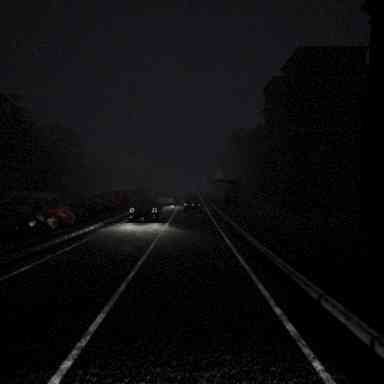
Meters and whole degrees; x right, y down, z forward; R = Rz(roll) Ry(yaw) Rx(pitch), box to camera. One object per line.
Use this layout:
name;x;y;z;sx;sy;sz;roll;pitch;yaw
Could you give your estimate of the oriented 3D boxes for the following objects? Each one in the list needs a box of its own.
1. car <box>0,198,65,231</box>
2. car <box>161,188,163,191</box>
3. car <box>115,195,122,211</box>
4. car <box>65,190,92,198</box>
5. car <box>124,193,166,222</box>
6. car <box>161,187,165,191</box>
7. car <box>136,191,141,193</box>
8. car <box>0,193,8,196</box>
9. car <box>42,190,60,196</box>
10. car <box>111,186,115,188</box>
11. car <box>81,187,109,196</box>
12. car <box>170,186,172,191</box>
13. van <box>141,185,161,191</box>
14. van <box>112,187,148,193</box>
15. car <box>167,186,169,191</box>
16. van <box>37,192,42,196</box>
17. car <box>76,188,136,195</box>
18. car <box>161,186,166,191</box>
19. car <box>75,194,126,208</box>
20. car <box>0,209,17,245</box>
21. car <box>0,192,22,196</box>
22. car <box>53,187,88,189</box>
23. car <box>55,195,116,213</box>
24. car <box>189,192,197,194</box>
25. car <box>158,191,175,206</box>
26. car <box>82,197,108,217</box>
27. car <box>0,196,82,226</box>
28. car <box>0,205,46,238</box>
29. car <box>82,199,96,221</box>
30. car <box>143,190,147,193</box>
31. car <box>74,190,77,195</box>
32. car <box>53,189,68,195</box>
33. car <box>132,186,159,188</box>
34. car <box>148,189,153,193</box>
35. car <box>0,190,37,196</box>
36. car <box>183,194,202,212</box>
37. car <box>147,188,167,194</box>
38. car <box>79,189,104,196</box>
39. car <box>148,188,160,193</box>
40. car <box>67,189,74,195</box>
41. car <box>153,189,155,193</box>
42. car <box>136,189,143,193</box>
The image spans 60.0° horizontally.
car;-9.825;1.364;18.352;4.553;1.767;2.185;0;1;0
car;-9.317;0.294;71.240;4.792;1.488;2.163;0;2;0
car;-9.647;1.306;32.285;4.792;1.488;2.163;0;1;0
car;-22.475;0.450;65.762;4.674;1.452;2.002;0;2;0
car;-3.359;1.218;24.832;2.097;1.767;4.553;0;1;0
car;-9.301;0.153;76.804;4.674;1.452;2.002;0;2;0
car;-9.767;0.992;43.417;5.366;1.575;1.946;0;1;0
car;-22.728;1.209;35.014;5.008;1.535;2.097;0;1;0
car;-22.617;0.889;49.058;4.674;1.452;2.002;0;1;0
car;-22.362;-0.170;82.462;4.553;1.767;2.185;0;2;0
car;-22.350;-0.142;76.890;5.566;2.045;2.435;0;2;0
car;-9.129;-0.603;93.489;5.566;2.045;2.435;0;2;0
van;-9.253;0.116;68.387;4.442;1.987;1.878;0;2;0
van;-9.627;0.554;51.758;4.442;1.987;1.878;0;1;0
car;-9.413;-0.121;85.152;5.366;1.575;1.946;0;2;0
van;-22.545;0.766;43.483;4.442;1.987;1.878;0;1;0
car;-9.657;0.887;37.845;5.566;2.045;2.435;0;1;0
car;-9.244;-0.089;79.581;4.553;1.767;2.185;0;2;0
car;-9.650;1.249;35.070;4.674;1.452;2.002;0;1;0
car;-9.812;1.544;12.778;4.792;1.488;2.163;0;0;0
car;-22.894;1.131;37.923;5.366;1.575;1.946;0;1;0
car;-22.491;0.307;60.187;5.566;2.045;2.435;0;1;0
car;-9.694;1.335;29.498;5.008;1.535;2.097;0;1;0
car;0.124;0.779;52.872;2.033;1.411;5.357;0;1;0
car;-3.248;1.021;43.968;1.812;1.442;4.674;0;1;0
car;-9.717;1.386;26.709;5.008;1.535;2.097;0;1;0
car;-9.801;1.337;21.132;4.553;1.767;2.185;0;1;0
car;-9.846;1.535;15.566;4.792;1.488;2.163;0;0;0
car;-9.749;1.469;23.921;4.674;1.452;2.002;0;1;0
car;-9.541;0.853;48.980;4.892;1.521;2.231;0;1;0
car;-22.572;0.661;57.408;4.792;1.488;2.163;0;2;1
car;-22.596;0.776;51.842;5.008;1.535;2.097;0;1;0
car;-9.362;0.288;65.670;4.553;1.767;2.185;0;2;0
car;-9.493;0.707;54.545;5.008;1.535;2.097;0;1;0
car;-22.656;0.812;40.699;5.566;2.045;2.435;0;1;0
car;0.090;1.236;34.640;2.033;1.411;5.357;0;1;0
car;-9.198;-0.195;87.932;4.892;1.521;2.231;0;2;0
car;-22.406;0.185;74.112;5.008;1.535;2.097;0;2;1
car;-9.231;0.485;62.890;5.366;1.575;1.946;0;2;0
car;-22.573;0.705;54.626;4.892;1.521;2.231;0;1;0
car;-9.458;0.635;57.327;5.008;1.535;2.097;0;1;0
car;-9.528;0.801;46.069;4.553;1.767;2.185;0;1;0
